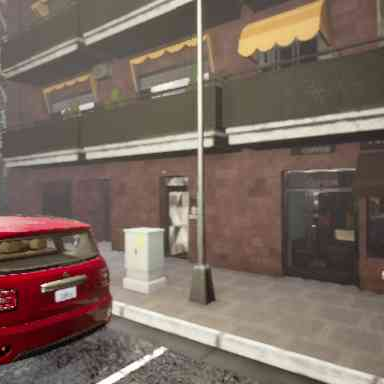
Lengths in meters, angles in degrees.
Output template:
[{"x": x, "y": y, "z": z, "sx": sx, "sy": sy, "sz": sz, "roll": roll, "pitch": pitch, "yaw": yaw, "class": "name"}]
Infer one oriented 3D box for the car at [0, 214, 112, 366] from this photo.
[{"x": -3.441, "y": 1.285, "z": 5.345, "sx": 5.009, "sy": 1.841, "sz": 2.192, "roll": 0, "pitch": -1, "yaw": 36, "class": "car"}]
